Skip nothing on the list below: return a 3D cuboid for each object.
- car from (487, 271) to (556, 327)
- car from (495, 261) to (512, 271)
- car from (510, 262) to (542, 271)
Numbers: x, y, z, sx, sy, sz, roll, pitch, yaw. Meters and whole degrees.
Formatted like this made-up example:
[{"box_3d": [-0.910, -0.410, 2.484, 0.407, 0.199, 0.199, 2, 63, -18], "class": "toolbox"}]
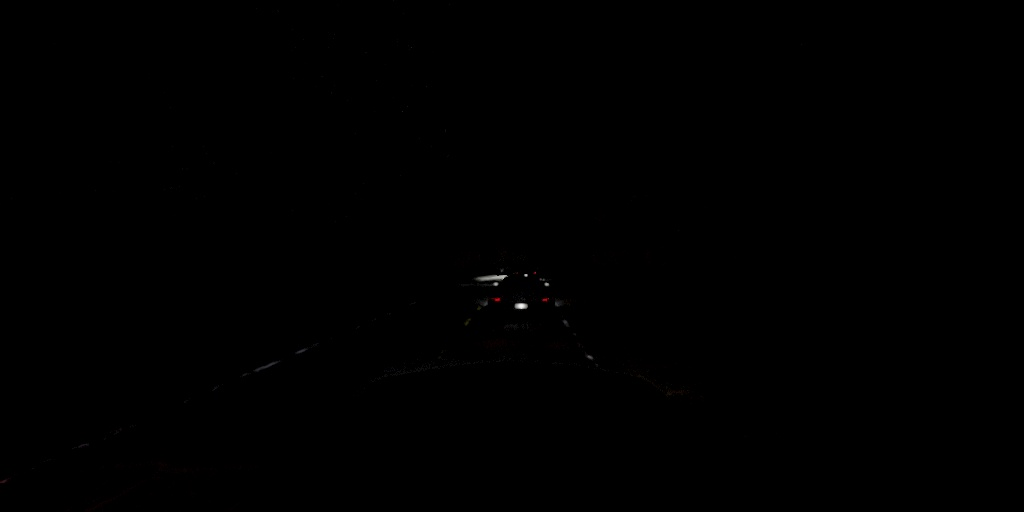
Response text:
[{"box_3d": [0.303, 1.343, 11.723, 1.994, 1.385, 4.181, 0, 0, 2], "class": "car"}, {"box_3d": [-0.810, 1.363, 41.363, 2.128, 1.511, 4.902, 0, 0, 7], "class": "car"}, {"box_3d": [1.176, 1.398, 28.323, 1.994, 1.385, 4.181, 0, 0, 4], "class": "car"}]
